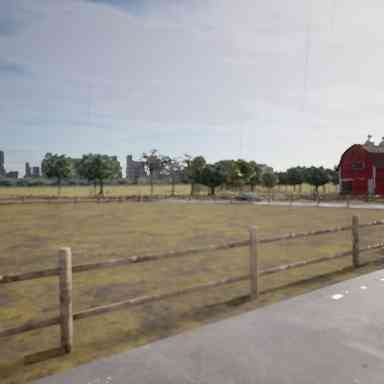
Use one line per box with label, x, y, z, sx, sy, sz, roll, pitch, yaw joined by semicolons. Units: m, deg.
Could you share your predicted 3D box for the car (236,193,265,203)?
car;8.914;0.938;51.038;1.837;1.490;4.892;-2;0;-35
